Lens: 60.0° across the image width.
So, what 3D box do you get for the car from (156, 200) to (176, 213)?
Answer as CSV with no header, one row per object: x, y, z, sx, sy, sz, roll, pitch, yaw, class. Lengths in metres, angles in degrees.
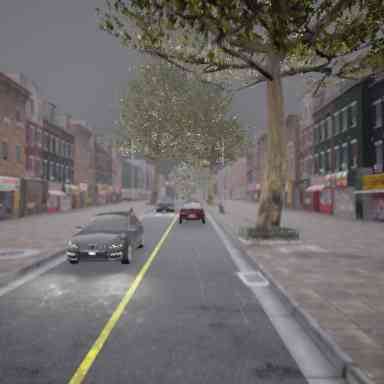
-2.776,1.535,36.295,2.033,1.411,5.357,0,0,1,car

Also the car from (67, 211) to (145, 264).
-2.841,1.497,11.871,1.837,1.490,4.892,0,0,0,car

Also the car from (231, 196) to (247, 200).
12.148,1.466,82.293,4.829,1.417,1.752,-1,-1,0,car

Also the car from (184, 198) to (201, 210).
0.071,1.560,42.689,1.994,1.385,4.181,0,0,0,car

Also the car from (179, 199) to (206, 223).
0.028,1.460,25.166,1.882,1.535,5.008,0,0,1,car

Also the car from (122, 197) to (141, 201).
-14.865,1.782,82.106,4.507,1.381,1.887,-1,-1,0,car
